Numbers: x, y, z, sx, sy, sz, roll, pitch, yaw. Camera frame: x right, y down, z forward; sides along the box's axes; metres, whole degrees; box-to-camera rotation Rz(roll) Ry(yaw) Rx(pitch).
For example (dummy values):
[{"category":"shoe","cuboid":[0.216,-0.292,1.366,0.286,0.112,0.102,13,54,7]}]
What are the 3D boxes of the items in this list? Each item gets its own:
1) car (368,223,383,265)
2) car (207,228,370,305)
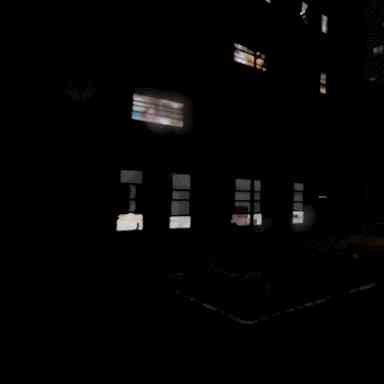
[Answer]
[{"category":"car","cuboid":[6.814,1.639,11.394,4.829,1.417,1.752,1,1,-35]},{"category":"car","cuboid":[2.323,1.643,8.195,4.206,1.307,1.802,1,1,-35]}]
